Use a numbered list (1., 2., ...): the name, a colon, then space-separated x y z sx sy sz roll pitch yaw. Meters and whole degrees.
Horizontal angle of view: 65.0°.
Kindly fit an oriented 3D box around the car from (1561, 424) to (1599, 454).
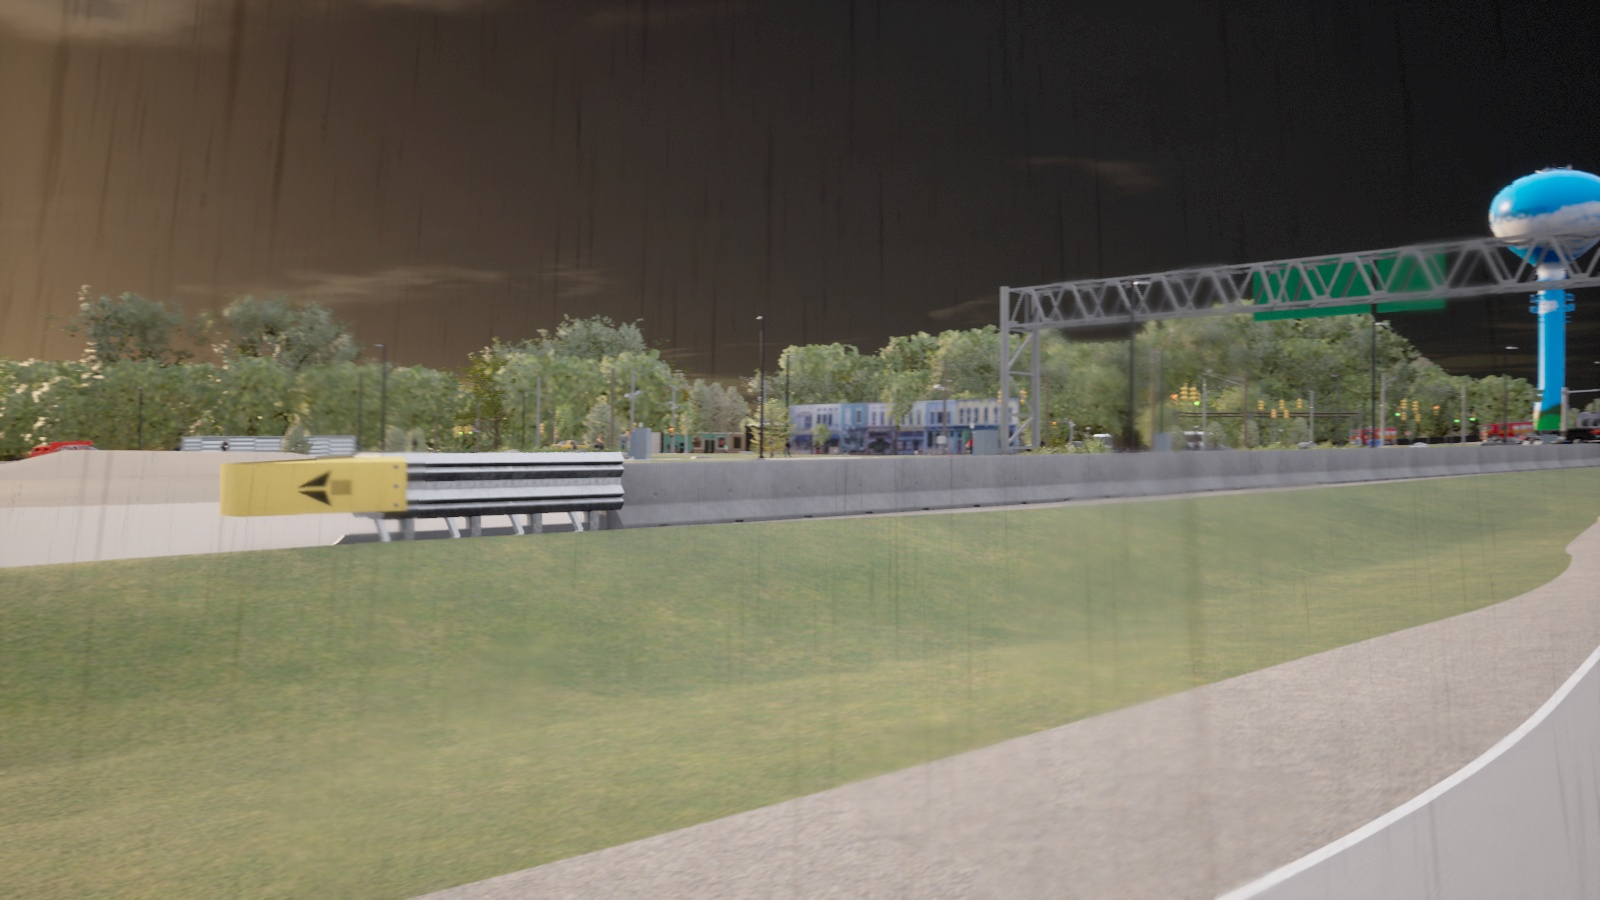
1. car: 50.031 -0.695 79.940 1.905 1.878 3.866 0 0 44

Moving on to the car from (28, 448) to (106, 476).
1. car: -43.724 0.704 75.002 3.633 1.501 1.845 -2 2 -15
